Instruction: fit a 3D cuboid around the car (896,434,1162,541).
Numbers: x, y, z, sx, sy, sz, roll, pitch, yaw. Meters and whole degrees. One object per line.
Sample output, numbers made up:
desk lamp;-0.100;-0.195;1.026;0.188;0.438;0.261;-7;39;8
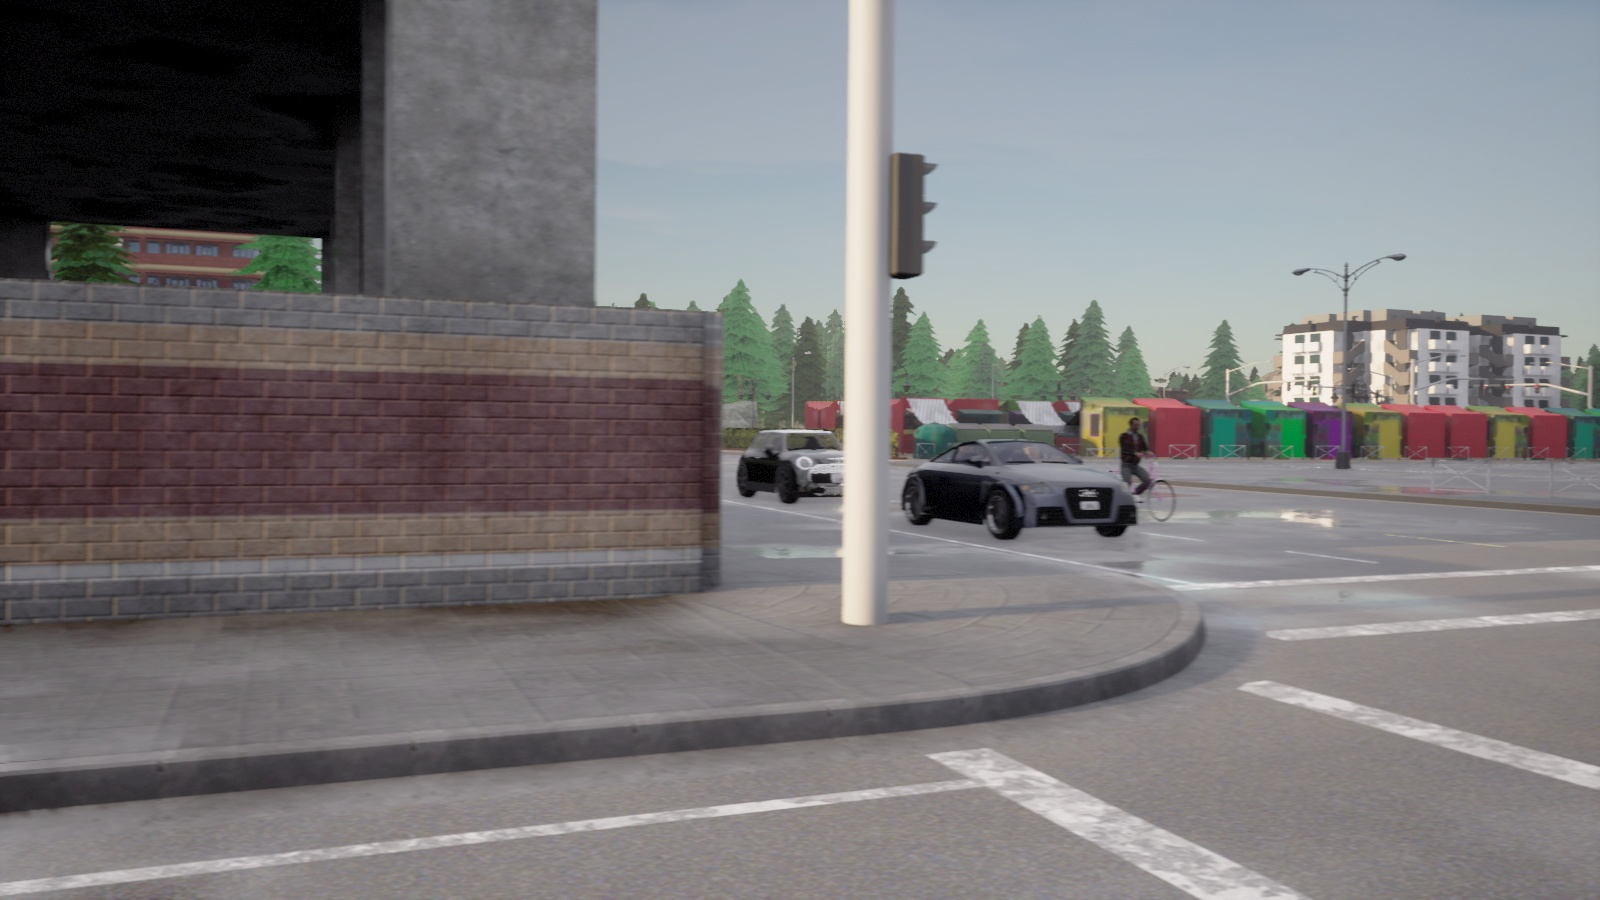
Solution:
car;3.274;0.461;18.852;1.994;1.385;4.181;-1;1;-22

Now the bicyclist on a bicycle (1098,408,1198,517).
bicyclist on a bicycle;5.946;0.194;21.564;0.659;1.776;1.843;-1;1;-22

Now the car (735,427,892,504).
car;0.196;0.271;26.392;1.970;1.475;3.806;-1;1;-22
